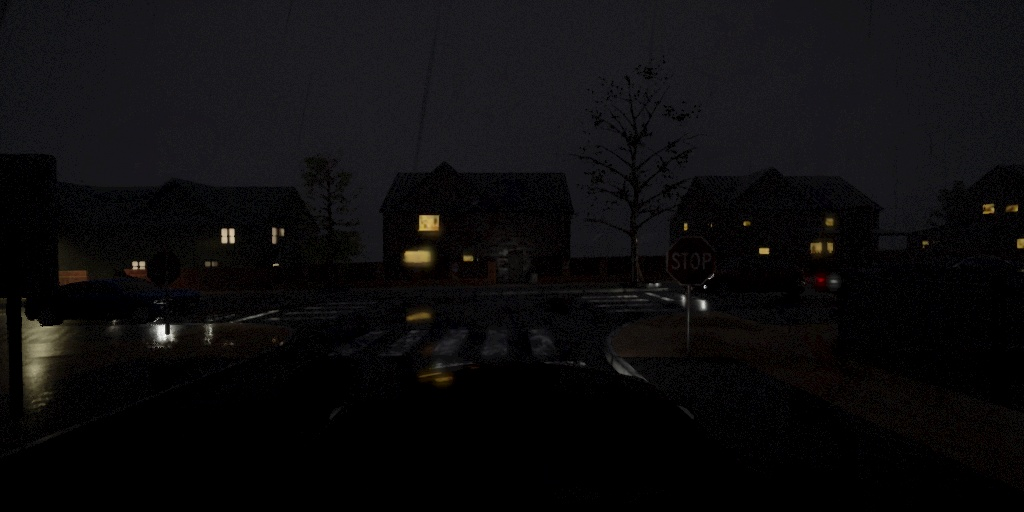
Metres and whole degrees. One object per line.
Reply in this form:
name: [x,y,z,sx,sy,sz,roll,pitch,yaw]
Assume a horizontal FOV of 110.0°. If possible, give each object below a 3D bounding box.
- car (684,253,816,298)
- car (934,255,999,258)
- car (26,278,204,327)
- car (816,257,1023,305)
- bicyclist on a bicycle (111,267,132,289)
car: [10.108,0.787,15.777,4.553,1.767,2.097,-1,1,0]
car: [19.541,0.704,15.830,4.902,1.511,2.128,-1,1,0]
car: [-13.841,1.523,12.691,5.008,1.535,1.882,-2,1,0]
car: [14.296,0.926,13.049,5.357,1.411,2.033,-1,1,2]
bicyclist on a bicycle: [-20.237,1.407,18.502,0.582,1.620,1.656,-1,1,0]
